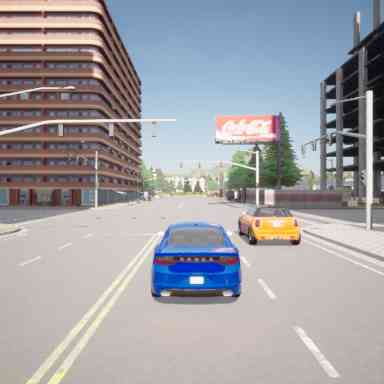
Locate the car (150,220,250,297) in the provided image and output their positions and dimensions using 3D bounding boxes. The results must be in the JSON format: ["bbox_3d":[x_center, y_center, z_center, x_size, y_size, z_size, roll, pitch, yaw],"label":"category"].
[{"bbox_3d":[0.084,1.478,8.619,1.882,1.535,5.008,0,0,0],"label":"car"}]

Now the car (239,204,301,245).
[{"bbox_3d":[3.472,1.352,15.708,2.097,1.767,4.553,0,0,0],"label":"car"}]
